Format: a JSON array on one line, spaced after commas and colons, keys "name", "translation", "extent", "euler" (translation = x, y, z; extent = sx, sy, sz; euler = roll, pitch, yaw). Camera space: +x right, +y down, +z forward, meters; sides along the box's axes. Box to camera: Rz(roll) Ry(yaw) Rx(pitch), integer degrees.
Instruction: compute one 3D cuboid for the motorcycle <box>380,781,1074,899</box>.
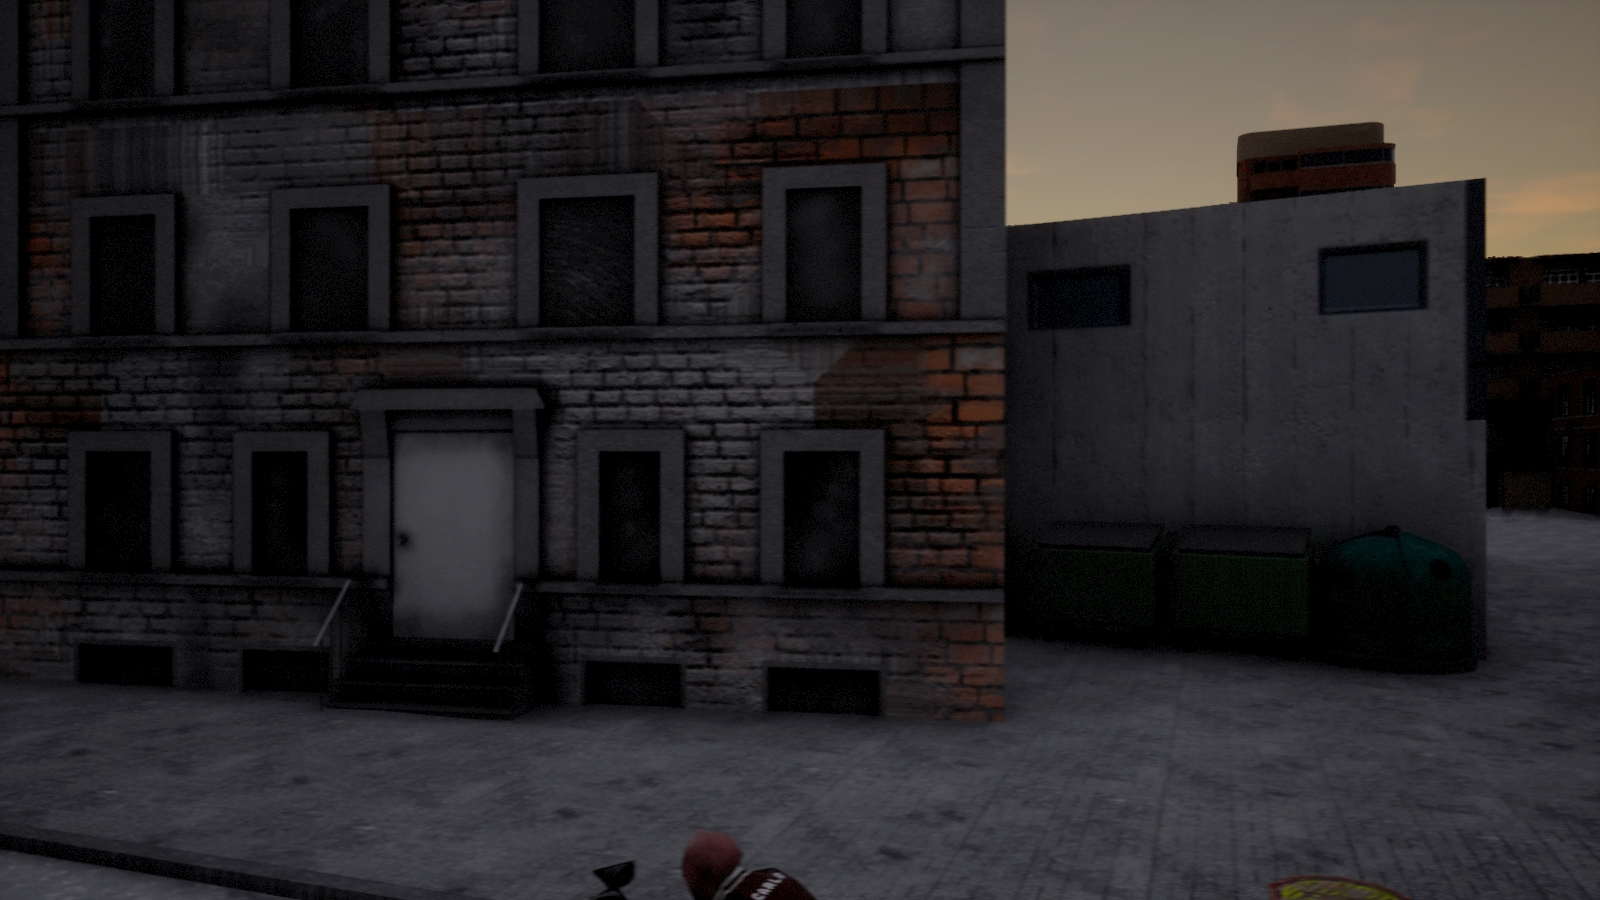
[{"name": "motorcycle", "translation": [-0.240, 1.985, 3.917], "extent": [2.209, 1.251, 0.867], "euler": [0, 0, 20]}]
